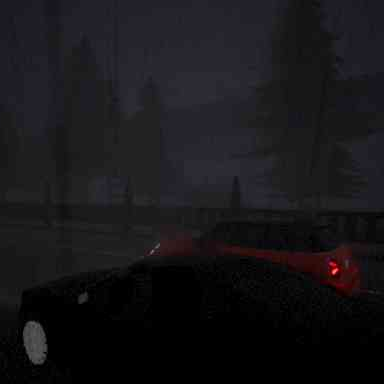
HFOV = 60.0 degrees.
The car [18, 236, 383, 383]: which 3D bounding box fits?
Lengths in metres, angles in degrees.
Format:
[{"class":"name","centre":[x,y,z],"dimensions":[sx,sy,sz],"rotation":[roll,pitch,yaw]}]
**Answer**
[{"class":"car","centre":[-0.117,1.477,4.008],"dimensions":[5.008,1.535,1.882],"rotation":[0,0,35]}]

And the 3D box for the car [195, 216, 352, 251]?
[{"class":"car","centre":[1.123,1.350,7.374],"dimensions":[4.553,1.767,2.097],"rotation":[0,0,34]}]
